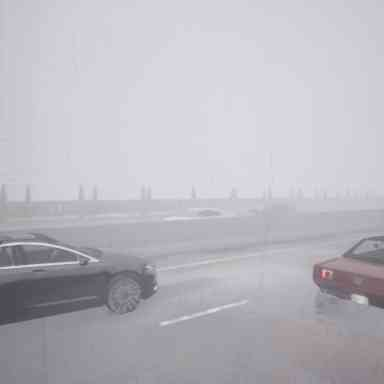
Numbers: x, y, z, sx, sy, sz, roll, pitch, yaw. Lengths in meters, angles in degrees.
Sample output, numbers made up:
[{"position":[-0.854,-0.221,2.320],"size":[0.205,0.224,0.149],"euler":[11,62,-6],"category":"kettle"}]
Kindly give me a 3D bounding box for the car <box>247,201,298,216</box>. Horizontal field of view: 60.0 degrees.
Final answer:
[{"position":[7.544,1.549,30.862],"size":[5.357,1.411,2.033],"euler":[0,0,-35],"category":"car"}]

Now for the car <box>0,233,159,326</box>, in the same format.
[{"position":[-2.949,1.492,5.942],"size":[4.902,1.511,2.128],"euler":[0,0,-35],"category":"car"}]

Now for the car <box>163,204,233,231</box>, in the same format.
[{"position":[0.428,1.565,21.489],"size":[4.181,1.385,1.994],"euler":[0,0,-35],"category":"car"}]

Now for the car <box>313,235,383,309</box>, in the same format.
[{"position":[4.769,1.601,7.146],"size":[4.718,1.301,1.895],"euler":[0,0,-35],"category":"car"}]

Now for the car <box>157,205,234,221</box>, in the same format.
[{"position":[0.245,1.526,17.061],"size":[4.674,1.442,1.812],"euler":[0,0,-35],"category":"car"}]
